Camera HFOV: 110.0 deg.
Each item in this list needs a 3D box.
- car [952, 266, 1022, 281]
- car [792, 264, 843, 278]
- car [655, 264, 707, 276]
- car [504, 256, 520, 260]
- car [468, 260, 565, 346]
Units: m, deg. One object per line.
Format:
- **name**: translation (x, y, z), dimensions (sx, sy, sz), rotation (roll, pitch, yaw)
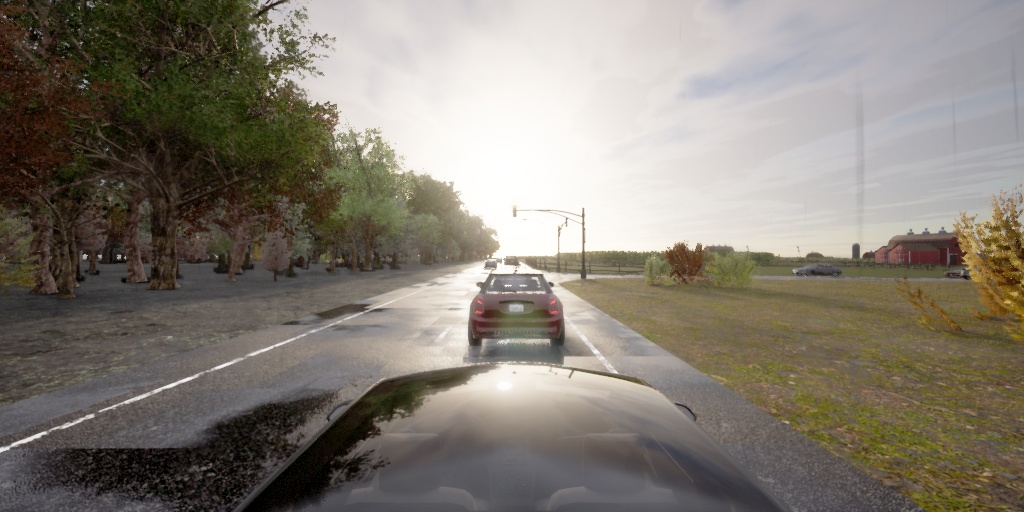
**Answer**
- **car**: translation (49.622, 1.779, 37.111), dimensions (4.902, 1.511, 2.128), rotation (1, -1, 0)
- **car**: translation (34.644, 1.676, 40.770), dimensions (4.902, 1.511, 2.128), rotation (1, -1, 0)
- **car**: translation (19.171, 1.562, 40.834), dimensions (5.357, 1.411, 2.033), rotation (1, -1, 0)
- **car**: translation (-0.022, 0.974, 54.582), dimensions (2.150, 2.045, 5.566), rotation (0, 0, -2)
- **car**: translation (0.095, 1.103, 9.570), dimensions (2.097, 1.767, 4.553), rotation (0, 0, 0)
